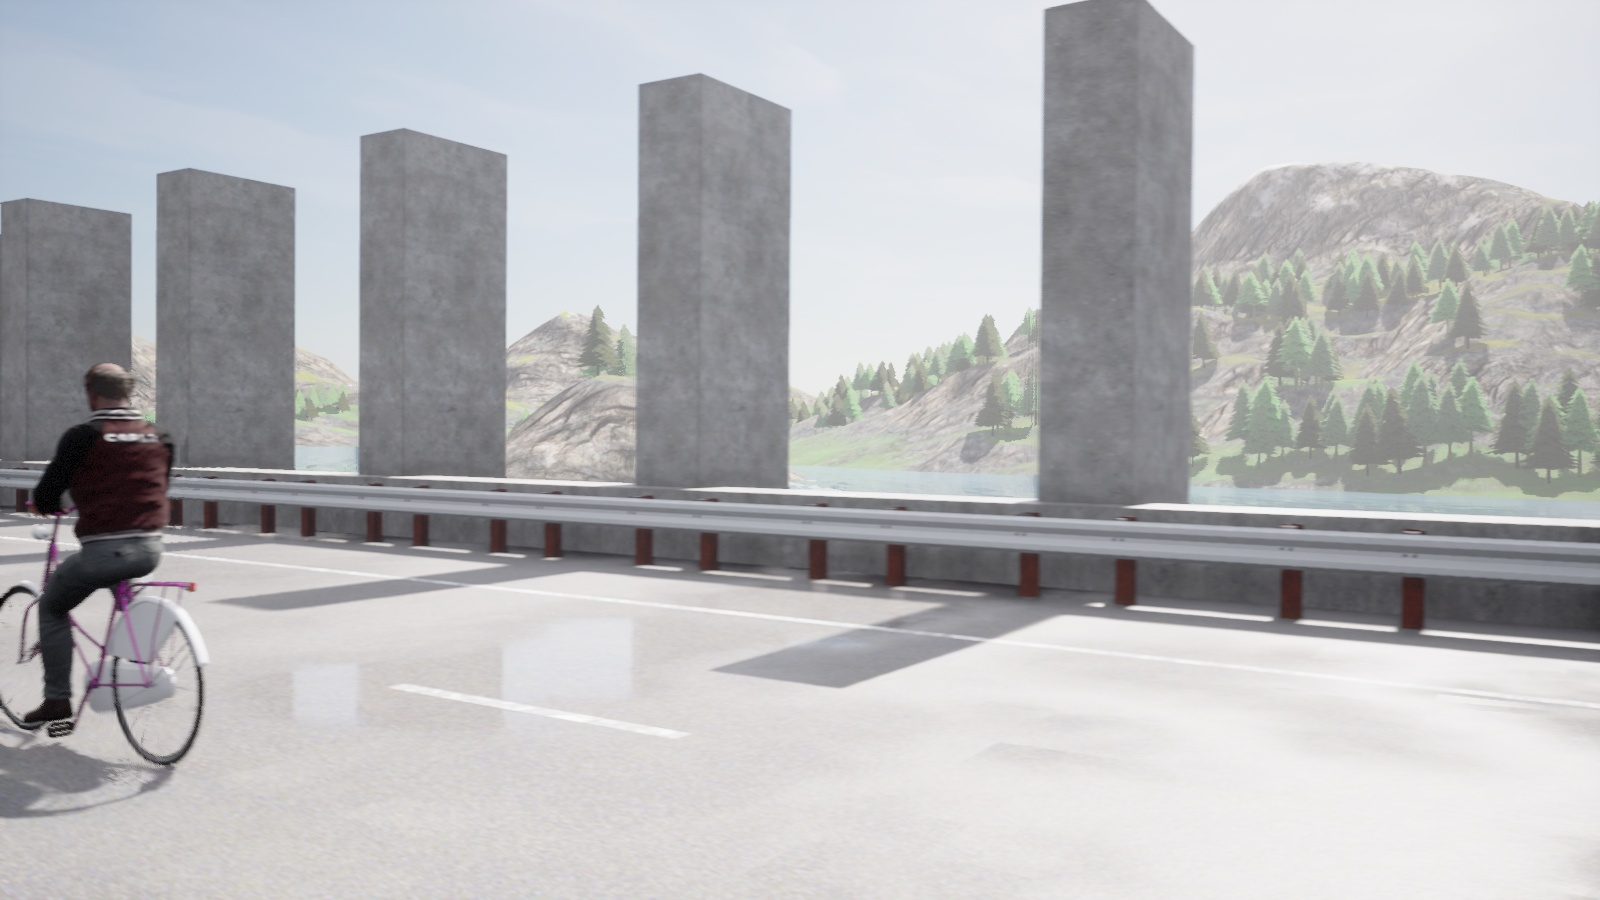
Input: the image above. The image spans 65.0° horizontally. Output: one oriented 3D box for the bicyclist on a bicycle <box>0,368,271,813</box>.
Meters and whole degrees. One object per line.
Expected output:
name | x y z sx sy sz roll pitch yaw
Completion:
bicyclist on a bicycle | -3.303 0.553 5.774 1.843 1.776 0.659 0 1 33
